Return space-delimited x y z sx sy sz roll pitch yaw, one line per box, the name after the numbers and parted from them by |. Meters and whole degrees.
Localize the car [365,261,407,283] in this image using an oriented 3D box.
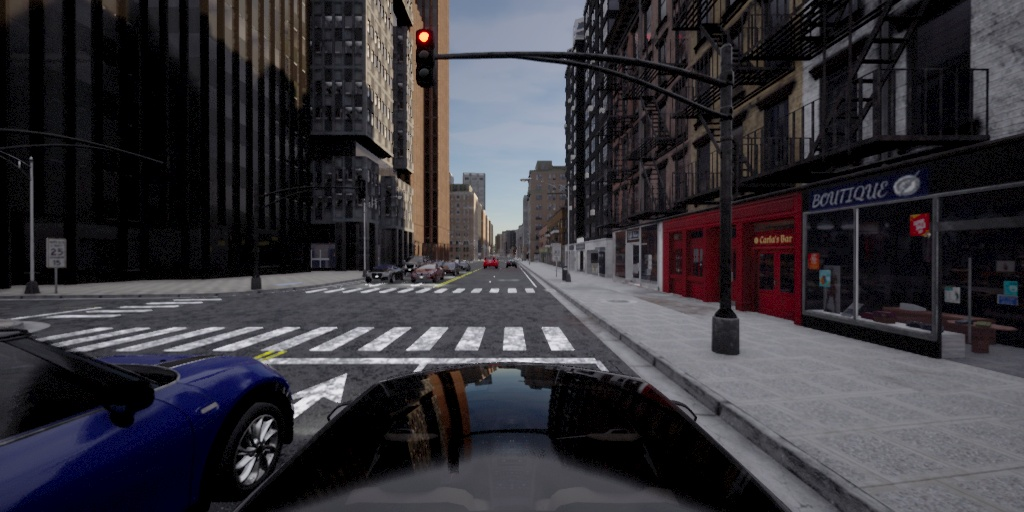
-9.914 1.328 28.338 1.994 1.385 4.181 0 0 1 | car

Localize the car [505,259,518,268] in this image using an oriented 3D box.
-0.086 1.291 61.844 1.837 1.490 4.892 0 0 0 | car

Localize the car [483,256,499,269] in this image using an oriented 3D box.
-3.423 1.006 58.060 2.150 2.045 5.566 0 0 0 | car

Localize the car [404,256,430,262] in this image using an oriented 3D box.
-9.952 0.993 37.673 2.150 2.045 5.566 0 0 0 | car

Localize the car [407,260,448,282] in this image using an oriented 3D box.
-6.675 1.290 28.747 1.812 1.442 4.674 0 0 0 | car

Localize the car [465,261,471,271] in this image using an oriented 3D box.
-6.728 1.342 48.388 1.994 1.385 4.181 0 0 0 | car

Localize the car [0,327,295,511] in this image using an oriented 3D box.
-3.146 1.102 1.600 2.097 1.767 4.553 0 0 0 | car

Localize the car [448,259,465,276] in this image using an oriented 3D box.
-6.705 1.319 38.428 2.033 1.411 5.357 0 0 0 | car
